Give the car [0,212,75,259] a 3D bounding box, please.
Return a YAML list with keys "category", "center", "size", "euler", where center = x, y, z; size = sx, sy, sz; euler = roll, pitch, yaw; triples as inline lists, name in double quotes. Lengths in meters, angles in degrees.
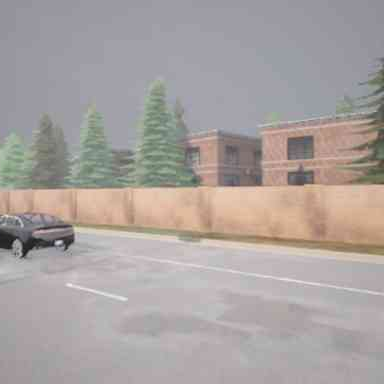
- category: "car"
  center: [-6.558, 1.549, 12.897]
  size: [4.902, 1.511, 2.128]
  euler: [0, 0, 36]
